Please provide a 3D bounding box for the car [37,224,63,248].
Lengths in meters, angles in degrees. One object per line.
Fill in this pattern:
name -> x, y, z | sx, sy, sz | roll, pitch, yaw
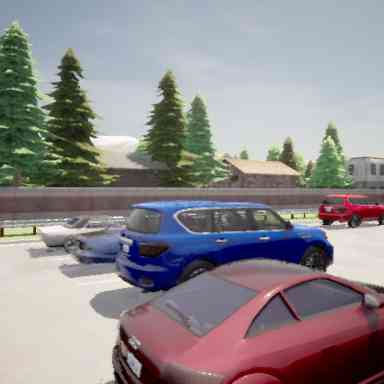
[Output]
car -> -3.609, 1.601, 13.508 | 4.718, 1.301, 1.895 | 0, 0, -31

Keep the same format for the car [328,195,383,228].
car -> 10.822, 1.219, 22.159 | 5.566, 2.045, 2.150 | 0, 0, -31

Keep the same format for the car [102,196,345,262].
car -> 0.959, 1.222, 8.083 | 5.566, 2.045, 2.150 | 0, 0, -31

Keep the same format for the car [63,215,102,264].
car -> -1.142, 1.547, 10.908 | 5.357, 1.411, 2.033 | 0, 0, -31

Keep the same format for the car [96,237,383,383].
car -> 1.175, 1.563, 4.133 | 4.181, 1.385, 1.994 | 0, 0, -31
